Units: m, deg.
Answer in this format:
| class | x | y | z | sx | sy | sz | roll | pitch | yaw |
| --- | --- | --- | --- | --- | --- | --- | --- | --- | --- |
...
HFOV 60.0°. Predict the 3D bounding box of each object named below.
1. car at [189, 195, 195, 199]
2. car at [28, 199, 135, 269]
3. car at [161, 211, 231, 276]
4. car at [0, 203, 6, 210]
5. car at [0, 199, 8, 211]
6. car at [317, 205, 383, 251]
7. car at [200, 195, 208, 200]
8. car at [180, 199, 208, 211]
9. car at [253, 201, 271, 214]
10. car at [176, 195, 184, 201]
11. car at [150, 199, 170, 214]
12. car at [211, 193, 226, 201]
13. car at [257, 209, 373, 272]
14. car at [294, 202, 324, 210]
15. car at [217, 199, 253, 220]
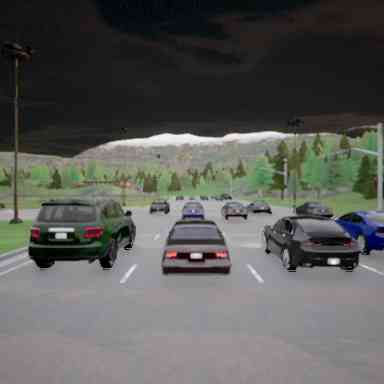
| class | x | y | z | sx | sy | sz | roll | pitch | yaw |
| --- | --- | --- | --- | --- | --- | --- | --- | --- | --- |
| car | 0.000 | 1.702 | 93.500 | 1.895 | 1.301 | 4.718 | 0 | 0 | 0 |
| car | -3.399 | 1.235 | 11.328 | 2.150 | 2.045 | 5.566 | 0 | 0 | 0 |
| car | 0.101 | 1.559 | 10.362 | 2.033 | 1.411 | 5.357 | 0 | 0 | 0 |
| car | -24.724 | 1.549 | 38.609 | 4.892 | 1.490 | 1.837 | 0 | 0 | 0 |
| car | -25.988 | 1.612 | 42.101 | 4.181 | 1.385 | 1.994 | 0 | 0 | -1 |
| car | 7.099 | 1.493 | 13.535 | 1.882 | 1.535 | 5.008 | 0 | 0 | 0 |
| car | 3.500 | 1.628 | 91.275 | 1.812 | 1.442 | 4.674 | 0 | 0 | 0 |
| car | 0.099 | 1.580 | 28.647 | 2.033 | 1.411 | 5.357 | 0 | 0 | 0 |
| car | 7.100 | 1.604 | 35.554 | 1.994 | 1.385 | 4.181 | 0 | 0 | 0 |
| car | -3.500 | 1.631 | 92.738 | 2.128 | 1.511 | 4.902 | 0 | 0 | 0 |
| car | -3.401 | 1.532 | 35.894 | 2.128 | 1.511 | 4.902 | 0 | 0 | 0 |
| car | 7.000 | 1.625 | 87.427 | 2.128 | 1.511 | 4.902 | 0 | 0 | 0 |
| car | 3.598 | 1.517 | 10.849 | 1.837 | 1.490 | 4.892 | 0 | 0 | 0 |
| car | 10.600 | 1.581 | 29.371 | 2.033 | 1.411 | 5.357 | 0 | 0 | 0 |
| car | 3.599 | 1.580 | 28.714 | 2.033 | 1.411 | 5.357 | 0 | 0 | 0 |
